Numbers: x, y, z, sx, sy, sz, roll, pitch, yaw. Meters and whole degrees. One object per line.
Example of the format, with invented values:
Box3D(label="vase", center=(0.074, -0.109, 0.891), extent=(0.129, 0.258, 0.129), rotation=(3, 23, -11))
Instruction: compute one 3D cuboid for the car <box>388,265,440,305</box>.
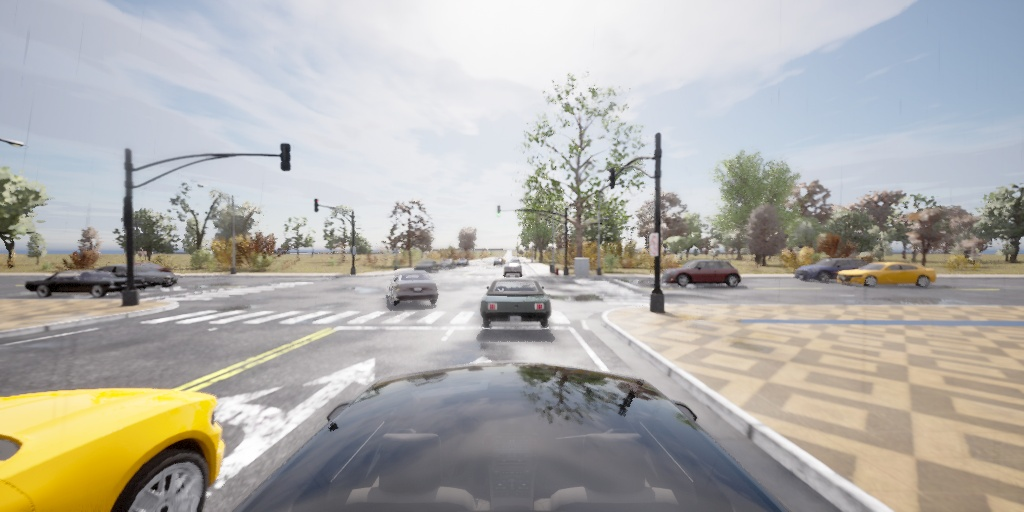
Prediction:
Box3D(label="car", center=(-4.737, 1.373, 16.898), extent=(2.033, 1.411, 5.357), rotation=(0, 1, -21))

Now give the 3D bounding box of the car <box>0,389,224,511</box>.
Box3D(label="car", center=(-3.150, 1.228, 0.697), extent=(1.882, 1.535, 5.008), rotation=(0, 0, 0))

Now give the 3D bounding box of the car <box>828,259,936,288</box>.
Box3D(label="car", center=(23.714, 1.160, 22.838), extent=(5.008, 1.535, 1.882), rotation=(0, 1, 3))

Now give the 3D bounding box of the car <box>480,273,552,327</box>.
Box3D(label="car", center=(0.099, 1.362, 11.452), extent=(1.895, 1.301, 4.718), rotation=(0, -1, 0))

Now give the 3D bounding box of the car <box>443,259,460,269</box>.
Box3D(label="car", center=(-9.518, 1.185, 53.028), extent=(2.128, 1.511, 4.902), rotation=(0, 0, 1))

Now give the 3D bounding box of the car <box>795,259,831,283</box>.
Box3D(label="car", center=(23.404, 0.986, 26.103), extent=(4.553, 1.767, 2.097), rotation=(0, 1, 3))

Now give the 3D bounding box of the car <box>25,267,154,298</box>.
Box3D(label="car", center=(-22.132, 1.433, 18.794), extent=(4.718, 1.301, 1.895), rotation=(0, 1, 3))

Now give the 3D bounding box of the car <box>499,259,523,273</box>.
Box3D(label="car", center=(0.118, 1.271, 36.402), extent=(2.033, 1.411, 5.357), rotation=(0, 0, 1))

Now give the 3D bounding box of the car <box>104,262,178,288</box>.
Box3D(label="car", center=(-23.446, 1.287, 22.107), extent=(4.892, 1.490, 1.837), rotation=(0, 1, 3))

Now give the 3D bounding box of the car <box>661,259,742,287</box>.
Box3D(label="car", center=(12.195, 1.046, 23.383), extent=(4.553, 1.767, 2.097), rotation=(0, 1, 3))

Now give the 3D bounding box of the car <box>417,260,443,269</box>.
Box3D(label="car", center=(-9.729, 1.189, 41.520), extent=(1.882, 1.535, 5.008), rotation=(0, 0, 2))
